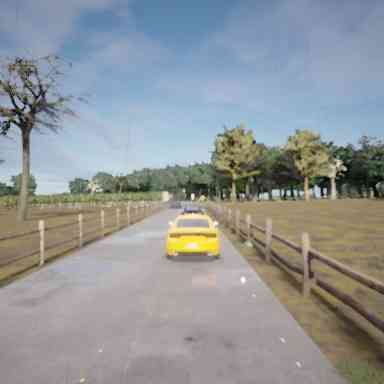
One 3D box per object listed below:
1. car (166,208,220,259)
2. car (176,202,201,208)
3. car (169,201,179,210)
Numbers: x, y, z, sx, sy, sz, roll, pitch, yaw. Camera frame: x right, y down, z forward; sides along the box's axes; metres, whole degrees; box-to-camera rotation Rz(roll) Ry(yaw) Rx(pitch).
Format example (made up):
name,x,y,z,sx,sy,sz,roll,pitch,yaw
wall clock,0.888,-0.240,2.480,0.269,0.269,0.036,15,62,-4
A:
name,x,y,z,sx,sy,sz,roll,pitch,yaw
car,0.052,1.651,13.467,1.882,1.535,5.008,0,0,0
car,0.045,1.843,27.372,2.128,1.511,4.902,0,-1,0
car,-2.778,2.296,56.931,1.994,1.385,4.181,0,-1,0
